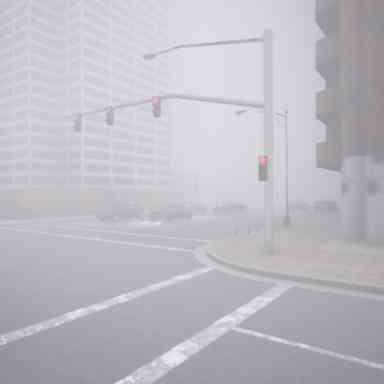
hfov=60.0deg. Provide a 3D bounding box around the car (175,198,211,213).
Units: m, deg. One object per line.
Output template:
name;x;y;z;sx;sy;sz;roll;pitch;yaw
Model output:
car;-0.102;1.686;36.026;1.994;1.385;4.181;0;0;35

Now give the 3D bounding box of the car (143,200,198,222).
car;-1.718;1.665;27.661;1.994;1.385;4.181;0;0;35

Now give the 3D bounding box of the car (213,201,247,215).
car;4.160;1.702;35.992;1.895;1.301;4.718;0;0;35

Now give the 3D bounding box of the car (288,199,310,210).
car;13.886;1.644;43.454;1.994;1.385;4.181;0;0;35

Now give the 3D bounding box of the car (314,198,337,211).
car;16.518;1.537;41.075;1.882;1.535;5.008;0;0;35

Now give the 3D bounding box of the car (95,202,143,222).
car;-5.828;1.627;27.905;1.837;1.490;4.892;0;0;35
